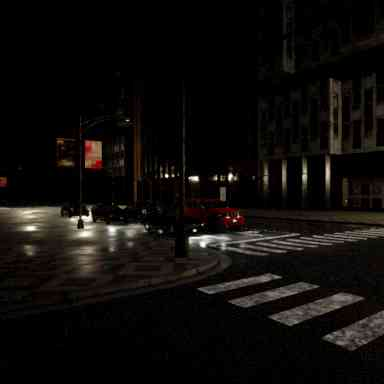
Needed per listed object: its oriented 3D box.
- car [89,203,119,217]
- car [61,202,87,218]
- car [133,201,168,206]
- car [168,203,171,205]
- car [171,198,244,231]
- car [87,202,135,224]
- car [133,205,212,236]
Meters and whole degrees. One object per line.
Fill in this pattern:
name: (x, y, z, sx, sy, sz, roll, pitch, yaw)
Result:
car: (-10.357, 2.023, 38.784, 1.812, 1.442, 4.674, 0, -1, -35)
car: (-13.003, 1.866, 36.898, 2.097, 1.767, 4.553, 0, -1, -36)
car: (-4.571, 1.716, 30.700, 2.097, 1.767, 4.553, 0, -1, -36)
car: (-2.165, 1.948, 38.837, 2.033, 1.411, 5.357, 0, -1, -36)
car: (1.088, 1.455, 22.838, 2.150, 2.045, 5.566, 0, -1, -34)
car: (-7.089, 1.855, 28.629, 1.882, 1.535, 5.008, 0, -1, -36)
car: (-1.396, 1.793, 20.680, 2.033, 1.411, 5.357, 0, -1, -36)
